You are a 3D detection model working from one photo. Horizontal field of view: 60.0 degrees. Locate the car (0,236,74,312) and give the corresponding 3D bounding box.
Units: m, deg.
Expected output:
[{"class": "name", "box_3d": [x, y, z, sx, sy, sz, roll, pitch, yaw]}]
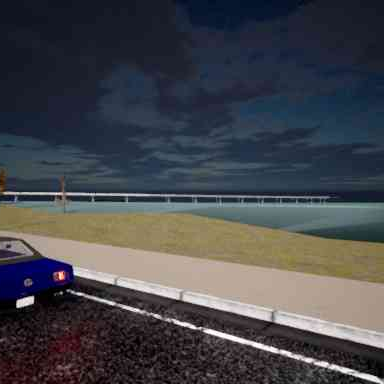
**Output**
[{"class": "car", "box_3d": [-4.668, 1.600, 7.006, 4.718, 1.301, 1.895, 0, 0, 35]}]
